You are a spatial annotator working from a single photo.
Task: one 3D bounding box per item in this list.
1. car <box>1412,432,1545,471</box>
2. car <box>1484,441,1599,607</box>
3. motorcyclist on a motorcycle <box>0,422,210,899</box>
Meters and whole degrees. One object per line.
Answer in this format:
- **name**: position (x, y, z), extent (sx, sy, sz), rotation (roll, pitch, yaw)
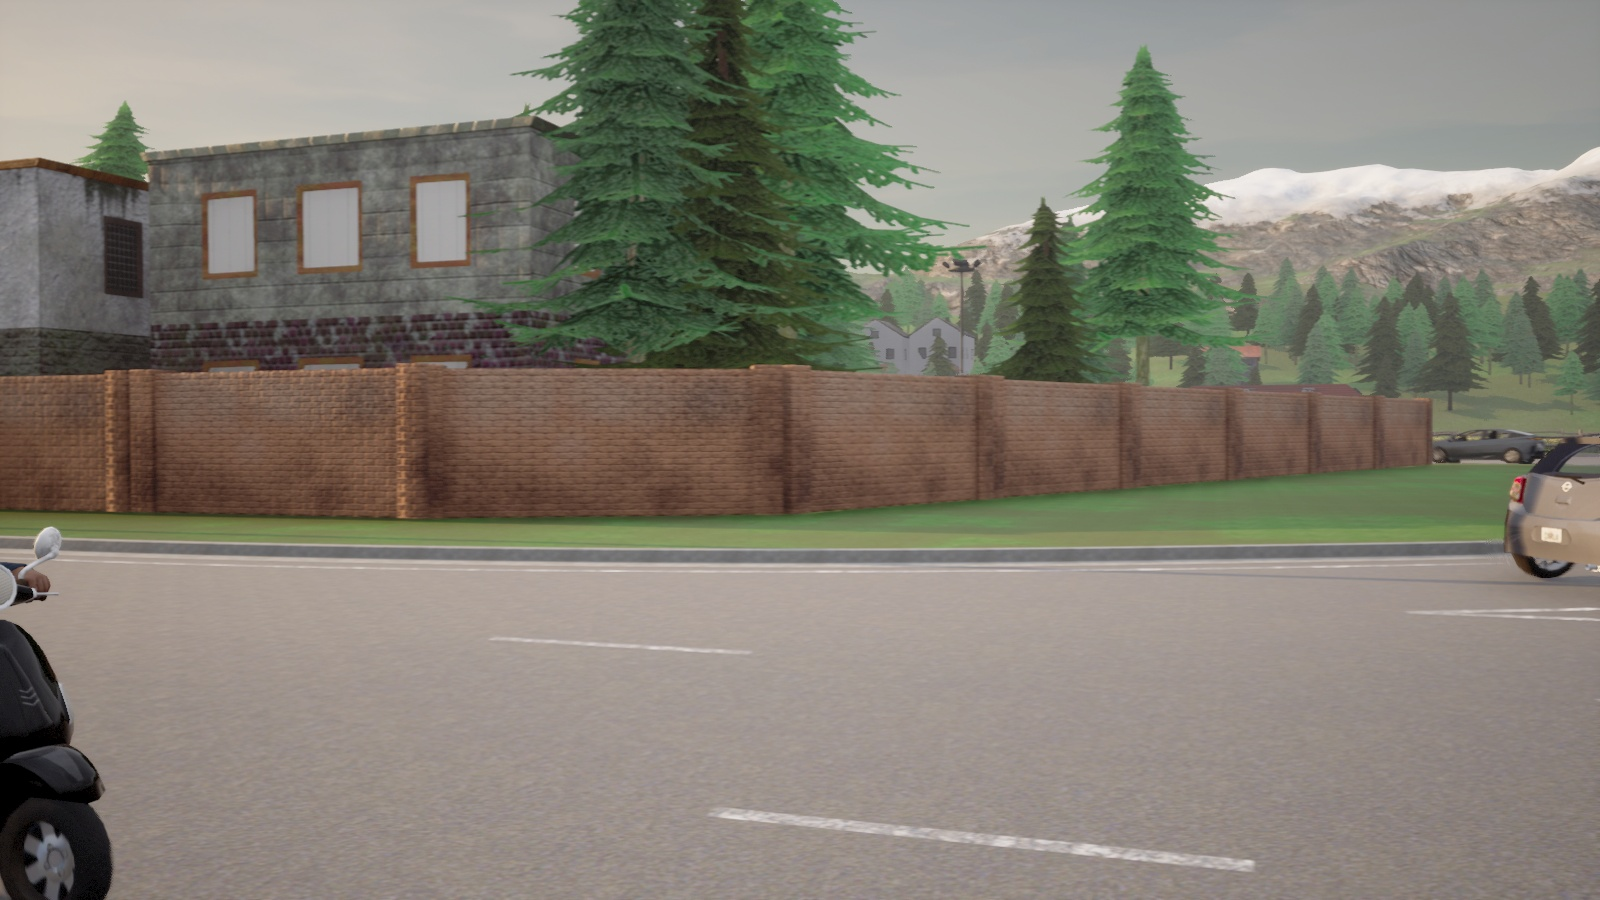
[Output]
- **car**: position (28.466, 0.035, 52.764), extent (2.007, 1.525, 4.514), rotation (-1, 1, -45)
- **car**: position (9.054, 0.676, 12.410), extent (3.633, 1.501, 1.845), rotation (0, 1, -8)
- **motorcyclist on a motorcycle**: position (-3.041, 0.701, 4.215), extent (1.817, 1.590, 0.866), rotation (1, 1, 19)
